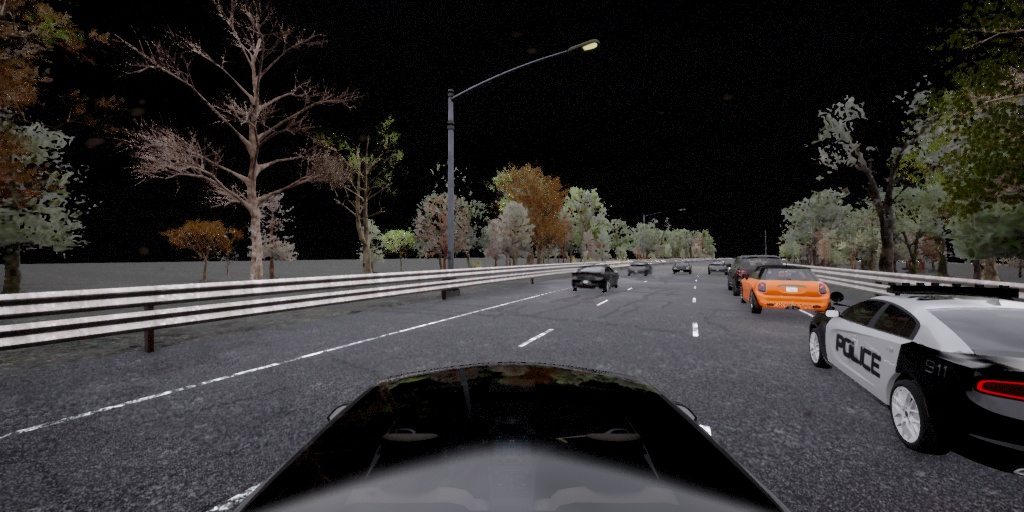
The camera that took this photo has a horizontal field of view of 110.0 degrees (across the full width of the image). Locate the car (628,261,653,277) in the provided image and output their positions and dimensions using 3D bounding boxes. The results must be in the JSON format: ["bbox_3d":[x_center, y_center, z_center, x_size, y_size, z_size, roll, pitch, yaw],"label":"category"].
[{"bbox_3d":[13.058,1.254,36.398,2.128,1.511,4.902,0,0,29],"label":"car"}]

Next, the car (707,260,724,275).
[{"bbox_3d":[22.535,1.262,39.295,2.128,1.511,4.902,0,0,30],"label":"car"}]

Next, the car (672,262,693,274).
[{"bbox_3d":[19.425,1.370,40.781,1.895,1.301,4.718,0,0,29],"label":"car"}]

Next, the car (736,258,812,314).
[{"bbox_3d":[9.961,1.102,13.425,2.097,1.767,4.553,0,0,27],"label":"car"}]

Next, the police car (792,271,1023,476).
[{"bbox_3d":[5.618,1.175,4.712,1.930,1.638,5.238,0,0,26],"label":"police car"}]

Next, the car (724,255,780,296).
[{"bbox_3d":[12.686,0.978,18.753,2.150,2.045,5.566,0,0,27],"label":"car"}]

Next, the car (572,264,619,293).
[{"bbox_3d":[5.045,1.231,21.231,1.882,1.535,5.008,0,0,27],"label":"car"}]
